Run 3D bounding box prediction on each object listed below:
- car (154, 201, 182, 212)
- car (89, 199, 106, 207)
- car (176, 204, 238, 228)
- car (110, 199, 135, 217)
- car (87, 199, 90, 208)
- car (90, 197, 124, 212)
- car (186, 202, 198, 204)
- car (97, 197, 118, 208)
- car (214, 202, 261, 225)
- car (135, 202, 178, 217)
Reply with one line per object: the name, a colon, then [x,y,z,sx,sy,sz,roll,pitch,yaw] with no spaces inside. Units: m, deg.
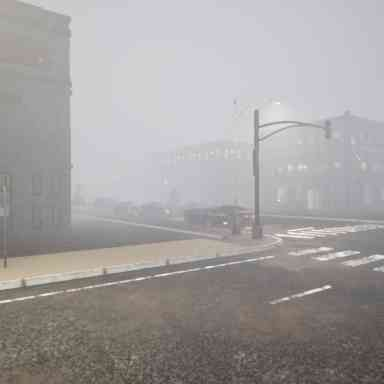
car: [-3.325,1.965,45.584,1.802,1.307,4.206,-2,0,-36]
car: [-19.404,2.227,68.111,1.887,1.381,4.507,-1,0,-36]
car: [1.031,1.814,24.843,1.947,1.339,4.313,-2,0,-36]
car: [-6.934,1.846,36.209,1.967,1.590,4.097,-1,0,-36]
car: [-19.219,2.158,63.412,2.128,1.511,4.902,-1,0,-36]
car: [-12.431,1.747,48.441,2.150,2.045,5.566,-1,0,-36]
car: [-0.111,1.903,41.079,1.802,1.307,4.206,-2,0,-36]
car: [-16.194,1.939,63.605,2.192,1.841,5.009,-1,0,-36]
car: [3.338,1.744,26.303,1.812,1.442,4.674,-1,0,-35]
car: [-3.940,1.854,36.491,2.128,1.511,4.902,-1,0,-36]
